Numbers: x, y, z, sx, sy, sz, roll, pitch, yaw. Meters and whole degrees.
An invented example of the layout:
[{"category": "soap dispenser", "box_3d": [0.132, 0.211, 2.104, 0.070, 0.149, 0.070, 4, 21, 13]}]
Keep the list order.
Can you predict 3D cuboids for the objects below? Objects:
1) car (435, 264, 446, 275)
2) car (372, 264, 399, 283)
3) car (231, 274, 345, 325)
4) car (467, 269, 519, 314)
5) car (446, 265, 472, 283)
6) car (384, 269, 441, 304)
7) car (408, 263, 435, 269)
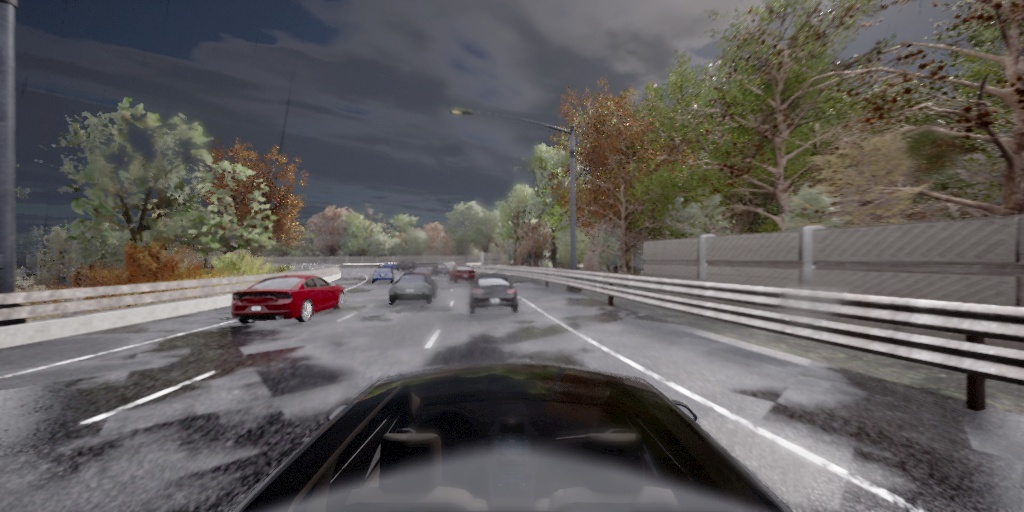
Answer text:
[{"category": "car", "box_3d": [-9.231, 1.814, 46.632, 1.812, 1.442, 4.674, 0, -1, -21]}, {"category": "car", "box_3d": [-11.666, 1.702, 32.730, 2.033, 1.411, 5.357, 0, -1, -17]}, {"category": "car", "box_3d": [-7.639, 1.394, 12.815, 1.882, 1.535, 5.008, 0, -1, -6]}, {"category": "car", "box_3d": [-0.830, 1.419, 14.671, 1.812, 1.442, 4.674, 0, -1, -7]}, {"category": "car", "box_3d": [-4.534, 1.586, 32.637, 1.882, 1.535, 5.008, 0, -1, -16]}, {"category": "car", "box_3d": [-4.777, 1.516, 17.777, 1.994, 1.385, 4.181, 0, -1, -8]}, {"category": "car", "box_3d": [-9.297, 1.746, 36.629, 1.994, 1.385, 4.181, 0, -1, -17]}]
